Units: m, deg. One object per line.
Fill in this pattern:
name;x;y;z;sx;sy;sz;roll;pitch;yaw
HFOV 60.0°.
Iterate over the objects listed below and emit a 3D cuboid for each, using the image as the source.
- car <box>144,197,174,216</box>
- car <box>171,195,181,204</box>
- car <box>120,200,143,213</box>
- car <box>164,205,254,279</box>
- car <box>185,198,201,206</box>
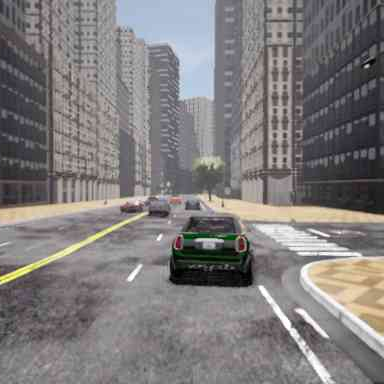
car;-3.162;1.541;32.858;2.033;1.411;5.357;0;0;0
car;-3.165;1.336;63.625;2.097;1.767;4.553;0;0;0
car;-6.603;1.591;36.519;1.895;1.301;4.718;0;0;0
car;0.830;1.416;10.368;2.097;1.767;4.553;0;-2;11
car;0.089;1.480;44.790;2.128;1.511;4.902;0;0;0
